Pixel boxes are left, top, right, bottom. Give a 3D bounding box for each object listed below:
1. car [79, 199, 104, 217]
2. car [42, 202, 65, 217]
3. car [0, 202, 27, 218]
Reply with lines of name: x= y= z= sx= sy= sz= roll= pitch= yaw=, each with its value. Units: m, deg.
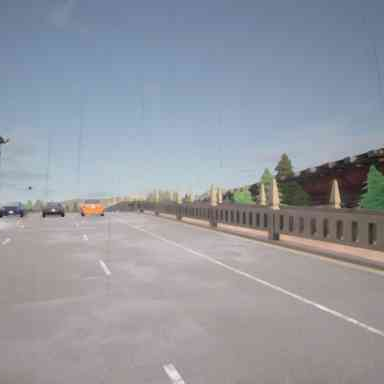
car: x=-10.322 y=1.507 z=33.938 sx=2.097 sy=1.767 sz=4.553 roll=0 pitch=-1 yaw=-22
car: x=-13.761 y=1.714 z=33.100 sx=1.994 sy=1.385 sz=4.181 roll=0 pitch=-1 yaw=-22
car: x=-17.087 y=1.671 z=31.996 sx=1.812 sy=1.442 sz=4.674 roll=0 pitch=-1 yaw=-22
